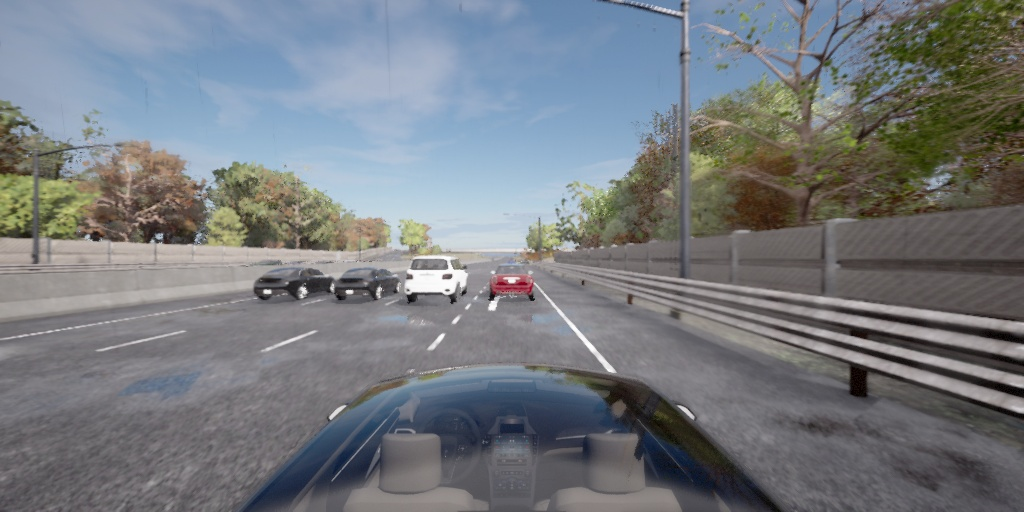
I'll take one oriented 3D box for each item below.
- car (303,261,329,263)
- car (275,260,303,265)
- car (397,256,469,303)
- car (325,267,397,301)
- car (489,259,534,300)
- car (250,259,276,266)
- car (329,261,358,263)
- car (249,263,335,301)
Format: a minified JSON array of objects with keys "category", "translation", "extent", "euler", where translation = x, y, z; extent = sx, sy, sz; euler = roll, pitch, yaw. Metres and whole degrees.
[{"category":"car","translation":[-24.598,1.383,46.720],"extent":[1.837,1.490,4.892],"euler":[0,0,1]},{"category":"car","translation":[-28.095,1.438,46.610],"extent":[1.994,1.385,4.181],"euler":[0,0,1]},{"category":"car","translation":[-3.418,1.011,17.127],"extent":[2.150,2.045,5.566],"euler":[0,0,0]},{"category":"car","translation":[-6.917,1.292,17.679],"extent":[1.837,1.490,4.892],"euler":[0,0,0]},{"category":"car","translation":[-0.016,1.148,18.207],"extent":[2.097,1.767,4.553],"euler":[0,0,0]},{"category":"car","translation":[-31.591,1.221,46.275],"extent":[2.097,1.767,4.553],"euler":[0,0,1]},{"category":"car","translation":[-21.095,1.429,46.542],"extent":[2.033,1.411,5.357],"euler":[0,0,1]},{"category":"car","translation":[-10.417,1.288,17.691],"extent":[1.837,1.490,4.892],"euler":[0,0,0]}]
